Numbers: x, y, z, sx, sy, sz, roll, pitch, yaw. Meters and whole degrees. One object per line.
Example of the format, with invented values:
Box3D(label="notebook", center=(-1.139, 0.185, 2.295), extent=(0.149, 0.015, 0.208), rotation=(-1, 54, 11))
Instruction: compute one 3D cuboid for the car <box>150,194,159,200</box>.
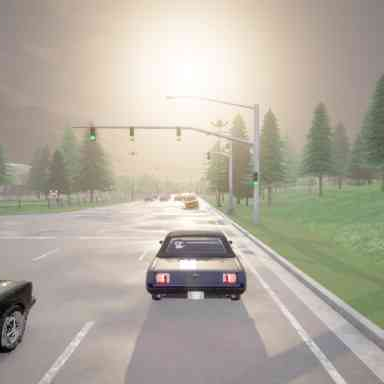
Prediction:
Box3D(label="car", center=(-10.319, 1.332, 91.029), extent=(1.837, 1.490, 4.892), rotation=(0, 0, 0))

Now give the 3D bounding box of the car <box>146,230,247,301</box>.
Box3D(label="car", center=(0.096, 1.601, 8.301), extent=(1.895, 1.301, 4.718), rotation=(0, 0, 0))

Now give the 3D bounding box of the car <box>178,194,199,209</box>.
Box3D(label="car", center=(-0.332, 1.057, 46.583), extent=(1.882, 1.535, 5.008), rotation=(-11, 16, -7))

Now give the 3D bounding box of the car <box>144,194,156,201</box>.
Box3D(label="car", center=(-10.340, 1.531, 80.609), extent=(2.033, 1.411, 5.357), rotation=(0, 0, 0))

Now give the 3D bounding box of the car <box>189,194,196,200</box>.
Box3D(label="car", center=(0.181, 1.372, 91.008), extent=(2.033, 1.411, 5.357), rotation=(0, 0, 0))

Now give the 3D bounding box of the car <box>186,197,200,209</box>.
Box3D(label="car", center=(0.096, 1.591, 49.966), extent=(2.033, 1.411, 5.357), rotation=(0, 2, 0))

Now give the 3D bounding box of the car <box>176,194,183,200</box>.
Box3D(label="car", center=(-3.319, 1.357, 91.015), extent=(1.812, 1.442, 4.674), rotation=(0, 0, 0))

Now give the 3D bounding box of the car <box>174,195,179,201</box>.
Box3D(label="car", center=(-3.339, 1.545, 81.012), extent=(1.994, 1.385, 4.181), rotation=(0, 0, 0))

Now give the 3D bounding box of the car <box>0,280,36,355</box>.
Box3D(label="car", center=(-3.395, 1.601, 3.140), extent=(1.895, 1.301, 4.718), rotation=(0, 0, 0))

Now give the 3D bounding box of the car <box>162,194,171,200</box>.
Box3D(label="car", center=(-6.819, 1.372, 91.022), extent=(2.033, 1.411, 5.357), rotation=(0, 0, 0))

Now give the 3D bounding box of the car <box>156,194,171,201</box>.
Box3D(label="car", center=(-6.840, 1.531, 80.602), extent=(2.033, 1.411, 5.357), rotation=(0, 0, 0))
